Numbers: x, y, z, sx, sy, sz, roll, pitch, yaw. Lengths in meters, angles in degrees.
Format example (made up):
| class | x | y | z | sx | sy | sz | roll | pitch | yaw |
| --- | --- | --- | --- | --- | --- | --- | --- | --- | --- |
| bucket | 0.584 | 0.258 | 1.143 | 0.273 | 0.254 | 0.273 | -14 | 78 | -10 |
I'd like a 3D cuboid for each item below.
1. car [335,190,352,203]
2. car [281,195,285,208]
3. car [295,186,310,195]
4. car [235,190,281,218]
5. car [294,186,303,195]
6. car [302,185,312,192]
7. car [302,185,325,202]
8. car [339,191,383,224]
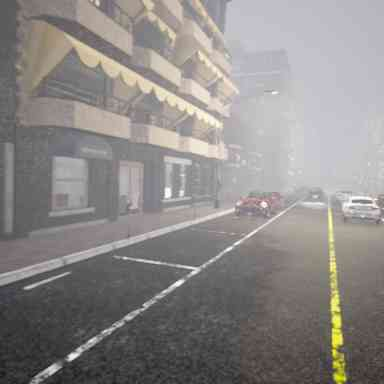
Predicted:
| class | x | y | z | sx | sy | sz | roll | pitch | yaw |
| --- | --- | --- | --- | --- | --- | --- | --- | --- | --- |
| car | 16.682 | 0.458 | 36.151 | 1.812 | 1.442 | 4.674 | 3 | 3 | 23 |
| car | 6.132 | 0.620 | 25.587 | 1.802 | 1.307 | 4.206 | 3 | 3 | 22 |
| car | 18.984 | -0.363 | 56.931 | 2.008 | 1.369 | 4.403 | 3 | 3 | 22 |
| car | 3.995 | 0.639 | 20.356 | 1.967 | 1.590 | 4.097 | 3 | 3 | 22 |
| car | 16.841 | -0.206 | 51.708 | 2.008 | 1.369 | 4.403 | 3 | 3 | 22 |
| car | 23.834 | -0.695 | 68.899 | 1.802 | 1.307 | 4.206 | 3 | 3 | 22 |
| car | 14.219 | 0.246 | 38.213 | 2.128 | 1.511 | 4.902 | 3 | 3 | 22 |
| car | 9.860 | 0.966 | 19.539 | 1.812 | 1.442 | 4.674 | 3 | 3 | 23 |
